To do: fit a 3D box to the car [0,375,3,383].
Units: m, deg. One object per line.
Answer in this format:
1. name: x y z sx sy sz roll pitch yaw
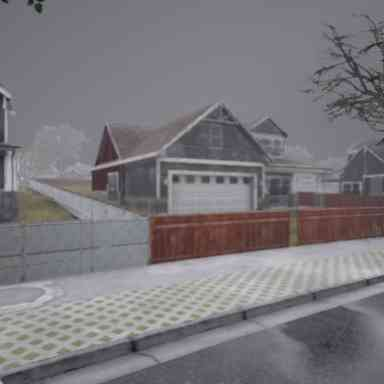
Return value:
1. car: -3.009 1.524 0.812 4.674 1.442 1.812 0 0 -36
